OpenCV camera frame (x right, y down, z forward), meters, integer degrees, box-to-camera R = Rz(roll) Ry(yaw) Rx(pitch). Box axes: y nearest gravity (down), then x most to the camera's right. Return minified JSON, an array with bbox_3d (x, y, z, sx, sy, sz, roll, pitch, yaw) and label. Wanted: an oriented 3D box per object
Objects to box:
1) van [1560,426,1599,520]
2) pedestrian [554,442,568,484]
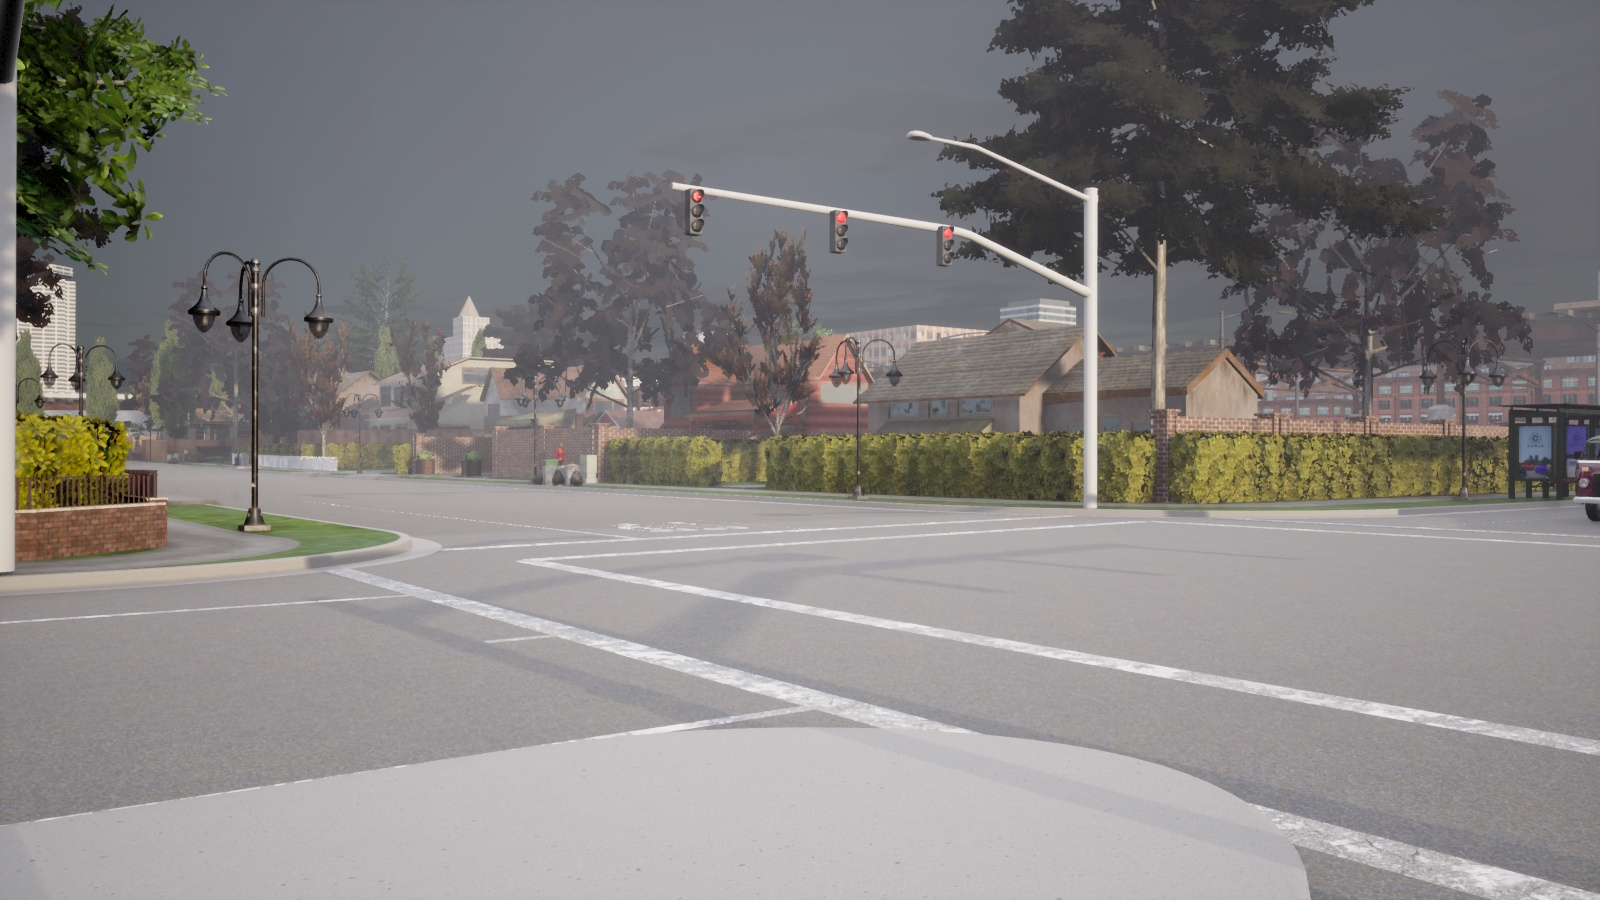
[{"bbox_3d":[19.198,0.497,28.227,4.480,2.038,2.069,0,0,-37],"label":"van"},{"bbox_3d":[-10.456,0.566,54.915,0.331,1.846,0.636,0,0,-36],"label":"pedestrian"}]
